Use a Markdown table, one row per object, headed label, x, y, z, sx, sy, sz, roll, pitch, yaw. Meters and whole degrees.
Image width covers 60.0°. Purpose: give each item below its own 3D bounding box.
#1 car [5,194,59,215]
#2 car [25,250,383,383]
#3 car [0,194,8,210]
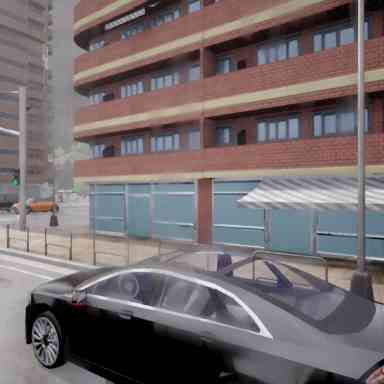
| label | x | y | z | sx | sy | sz | roll | pitch | yaw |
| --- | --- | --- | --- | --- | --- | --- | --- | --- | --- |
| car | -16.226 | 1.352 | 34.442 | 2.097 | 1.767 | 4.553 | 0 | 0 | 36 |
| car | -0.140 | 1.491 | 4.088 | 4.902 | 1.511 | 2.128 | 0 | 0 | 35 |
| car | -20.151 | 1.221 | 34.999 | 2.150 | 2.045 | 5.566 | 0 | 0 | 35 |
